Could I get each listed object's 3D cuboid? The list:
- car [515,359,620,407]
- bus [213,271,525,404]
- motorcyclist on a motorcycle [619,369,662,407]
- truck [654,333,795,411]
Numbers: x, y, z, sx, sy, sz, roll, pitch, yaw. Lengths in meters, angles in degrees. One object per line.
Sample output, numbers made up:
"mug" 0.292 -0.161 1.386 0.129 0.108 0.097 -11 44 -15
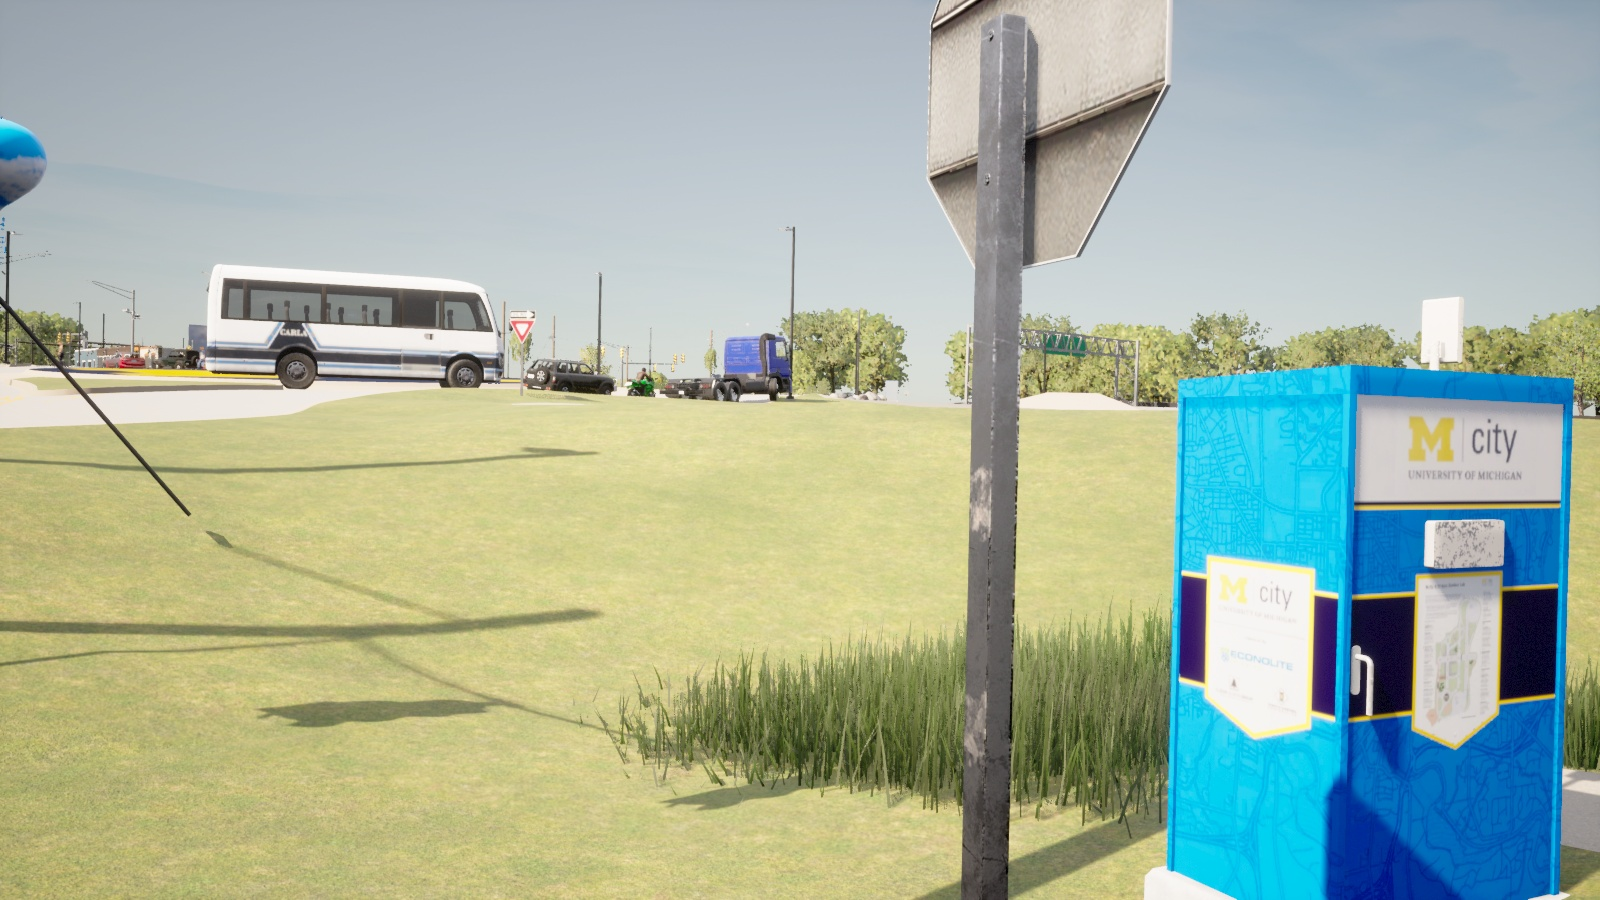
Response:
"car" -10.477 -2.986 56.888 1.932 1.855 4.605 9 5 31
"bus" -15.502 -3.873 45.572 10.273 4.253 3.944 0 1 -22
"motorcyclist on a motorcycle" -6.829 -2.639 53.816 0.797 1.523 2.044 0 1 28
"truck" -3.594 -3.945 62.219 2.891 3.462 7.936 0 5 30
